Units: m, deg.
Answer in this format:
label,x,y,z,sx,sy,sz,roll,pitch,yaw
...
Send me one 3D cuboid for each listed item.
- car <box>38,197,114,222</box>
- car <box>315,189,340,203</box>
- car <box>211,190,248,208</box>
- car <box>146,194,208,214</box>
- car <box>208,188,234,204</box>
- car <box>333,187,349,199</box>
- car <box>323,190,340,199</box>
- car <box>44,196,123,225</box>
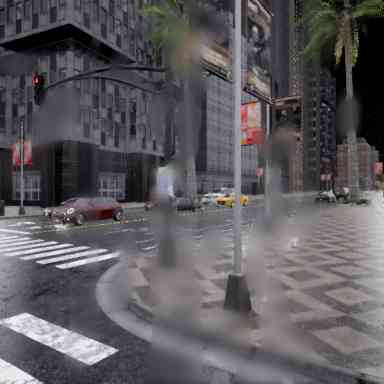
label,x,y,z,sx,sy,sz,roll,pitch,yaw
car,-8.423,1.182,24.563,2.128,1.511,4.902,0,1,36
car,17.858,0.677,44.459,1.837,1.490,4.892,0,1,35
car,4.525,0.864,37.220,1.882,1.535,5.008,0,1,35
car,-1.182,1.104,29.182,2.033,1.411,5.357,0,1,35
car,3.510,0.555,41.395,2.150,2.045,5.566,0,1,35
car,23.720,0.232,52.739,2.150,2.045,5.566,0,1,36
car,25.807,0.353,61.297,1.882,1.535,5.008,0,1,36
car,-6.659,1.075,21.450,2.097,1.767,4.553,0,1,35
